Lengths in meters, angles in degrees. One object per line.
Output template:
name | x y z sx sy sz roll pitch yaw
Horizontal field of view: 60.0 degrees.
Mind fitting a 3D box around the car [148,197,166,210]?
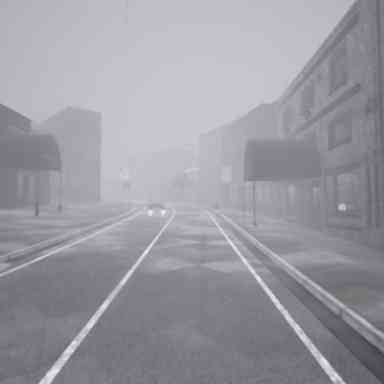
car | -4.301 1.365 40.442 1.812 1.442 4.674 0 1 -7
